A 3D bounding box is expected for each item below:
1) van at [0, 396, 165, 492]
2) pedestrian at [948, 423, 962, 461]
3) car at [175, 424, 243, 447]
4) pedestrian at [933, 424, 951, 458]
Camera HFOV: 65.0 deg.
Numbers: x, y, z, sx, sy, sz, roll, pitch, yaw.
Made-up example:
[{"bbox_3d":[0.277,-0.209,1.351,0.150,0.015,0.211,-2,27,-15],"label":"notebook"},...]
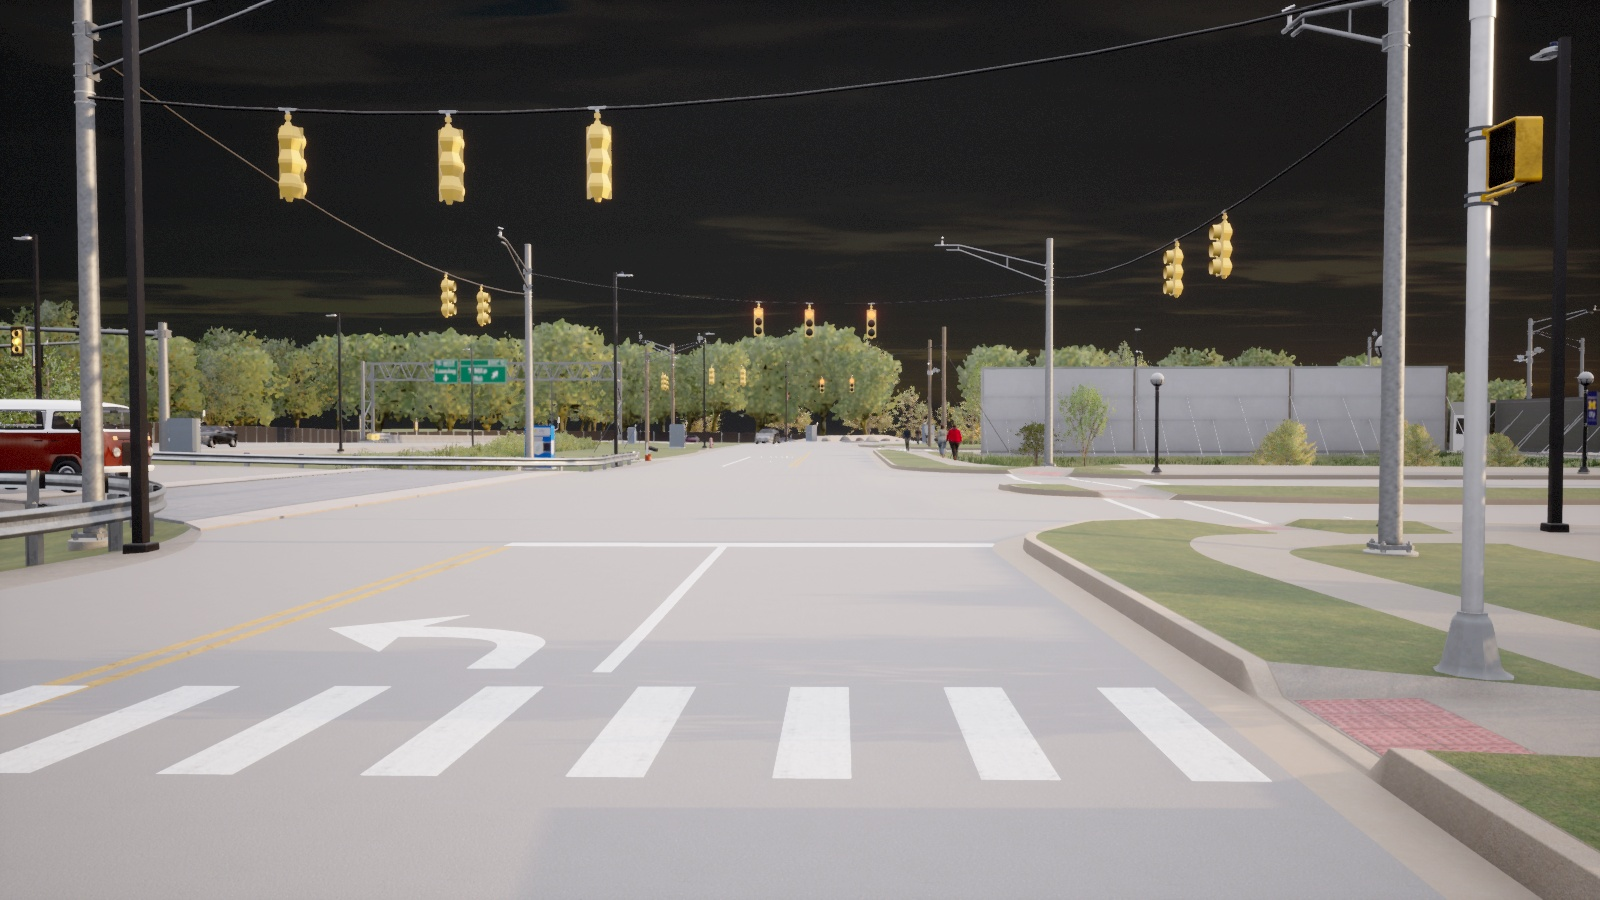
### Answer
[{"bbox_3d":[-16.841,-0.136,27.853,4.480,2.038,2.069,0,1,5],"label":"van"},{"bbox_3d":[7.680,-0.419,62.328,0.634,1.844,0.899,0,2,2],"label":"pedestrian"},{"bbox_3d":[-39.342,-0.975,83.732,2.128,1.511,4.902,0,1,2],"label":"car"},{"bbox_3d":[7.713,-0.503,68.239,0.874,1.855,0.900,0,2,1],"label":"pedestrian"}]
